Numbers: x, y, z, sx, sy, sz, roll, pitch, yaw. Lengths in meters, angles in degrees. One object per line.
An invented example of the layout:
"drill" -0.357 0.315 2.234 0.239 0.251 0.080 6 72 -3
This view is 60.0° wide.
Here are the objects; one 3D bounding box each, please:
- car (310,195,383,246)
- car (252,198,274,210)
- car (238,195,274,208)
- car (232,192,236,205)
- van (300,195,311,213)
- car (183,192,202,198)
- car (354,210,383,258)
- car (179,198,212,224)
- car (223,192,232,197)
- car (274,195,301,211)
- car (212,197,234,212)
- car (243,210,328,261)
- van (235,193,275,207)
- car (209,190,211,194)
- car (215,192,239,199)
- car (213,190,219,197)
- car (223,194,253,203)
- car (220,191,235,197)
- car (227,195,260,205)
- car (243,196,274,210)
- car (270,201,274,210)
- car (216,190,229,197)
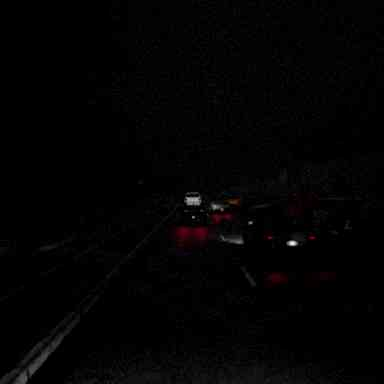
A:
"car" 8.050 1.232 13.613 5.566 2.045 2.435 1 0 -20
"car" 8.045 1.481 28.538 4.792 1.488 2.163 1 1 -20
"car" 8.068 1.421 37.506 4.674 1.452 2.002 1 0 -20
"car" 8.046 1.186 43.464 4.553 1.767 2.185 0 1 -20
"van" 7.966 1.255 16.566 4.442 1.987 1.878 1 0 -20
"car" 0.104 1.054 42.282 2.150 2.045 5.566 0 0 0
"car" 8.065 1.486 10.644 4.892 1.521 2.231 1 0 -20
"car" 0.101 1.472 24.830 2.128 1.511 4.902 0 0 0
"car" 7.900 1.222 49.375 5.366 1.575 1.946 0 1 -20
"car" 8.101 1.230 19.609 5.566 2.045 2.435 1 0 -20
"car" 3.102 1.501 36.615 1.895 1.301 4.718 0 1 0
"car" 3.101 1.559 12.273 1.994 1.385 4.181 0 0 0
"van" 7.968 1.124 40.436 4.442 1.987 1.878 0 1 -20
"car" 7.904 0.785 88.142 5.366 1.575 1.946 1 1 -20
"car" 8.069 0.893 76.280 4.892 1.521 2.231 1 0 -20
"car" 8.104 0.698 70.327 5.566 2.045 2.435 1 0 -20
"car" 8.070 1.134 58.389 4.674 1.452 2.002 1 1 -20
"car" 7.901 1.131 55.340 5.366 1.575 1.946 0 1 -20
"car" 8.100 1.211 52.437 4.792 1.488 2.163 0 1 -20
"car" 7.900 1.428 31.465 5.366 1.575 1.946 1 1 -20
"car" 8.068 1.514 22.581 4.674 1.452 2.002 1 0 -20
"car" 8.085 0.984 67.329 4.892 1.521 2.231 1 1 -20
